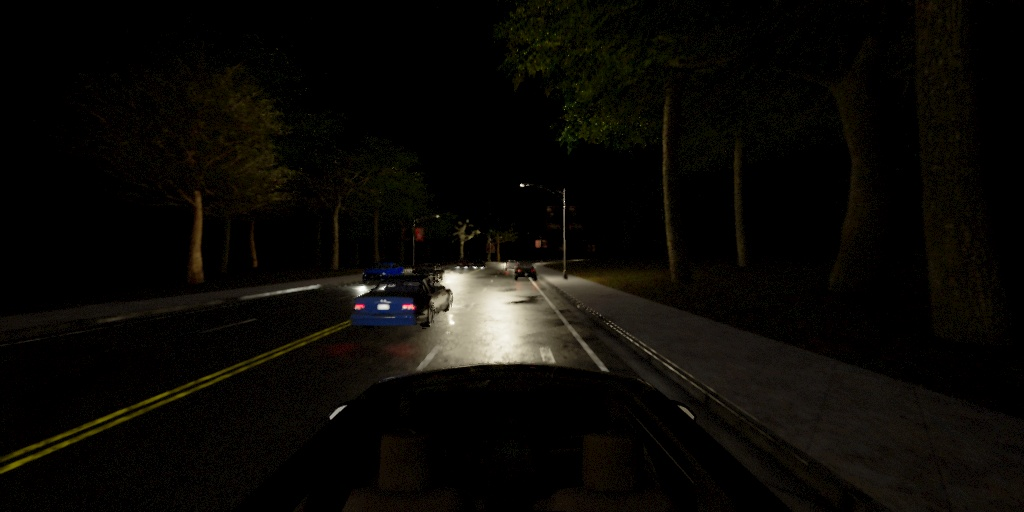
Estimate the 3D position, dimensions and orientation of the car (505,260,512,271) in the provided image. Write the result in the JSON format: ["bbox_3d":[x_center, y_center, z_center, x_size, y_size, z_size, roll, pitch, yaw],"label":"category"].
[{"bbox_3d":[-0.002,1.335,51.349,1.812,1.442,4.674,0,0,0],"label":"car"}]

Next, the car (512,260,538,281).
[{"bbox_3d":[1.131,1.301,30.753,1.812,1.442,4.674,0,0,0],"label":"car"}]

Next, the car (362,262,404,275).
[{"bbox_3d":[-9.852,1.248,27.754,1.882,1.535,5.008,0,0,0],"label":"car"}]

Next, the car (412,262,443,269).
[{"bbox_3d":[-6.600,1.276,28.243,1.837,1.490,4.892,0,0,0],"label":"car"}]

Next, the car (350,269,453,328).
[{"bbox_3d":[-3.152,1.303,11.306,2.033,1.411,5.357,0,0,0],"label":"car"}]
